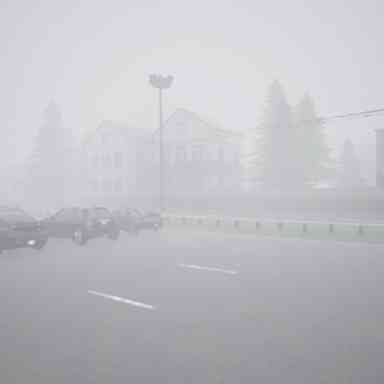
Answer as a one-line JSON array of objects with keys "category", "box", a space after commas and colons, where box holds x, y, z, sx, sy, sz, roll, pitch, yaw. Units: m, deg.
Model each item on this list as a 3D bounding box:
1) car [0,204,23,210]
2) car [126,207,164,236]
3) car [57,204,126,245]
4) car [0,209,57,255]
[{"category": "car", "box": [-16.112, 1.773, 28.264, 4.902, 1.511, 2.128, -1, 0, 36]}, {"category": "car", "box": [-3.901, 1.630, 19.553, 4.902, 1.511, 2.128, -1, 0, 36]}, {"category": "car", "box": [-5.767, 1.485, 16.584, 4.553, 1.767, 2.097, -1, -1, 36]}, {"category": "car", "box": [-7.970, 1.645, 13.858, 4.892, 1.490, 1.837, 0, 0, 36]}]
